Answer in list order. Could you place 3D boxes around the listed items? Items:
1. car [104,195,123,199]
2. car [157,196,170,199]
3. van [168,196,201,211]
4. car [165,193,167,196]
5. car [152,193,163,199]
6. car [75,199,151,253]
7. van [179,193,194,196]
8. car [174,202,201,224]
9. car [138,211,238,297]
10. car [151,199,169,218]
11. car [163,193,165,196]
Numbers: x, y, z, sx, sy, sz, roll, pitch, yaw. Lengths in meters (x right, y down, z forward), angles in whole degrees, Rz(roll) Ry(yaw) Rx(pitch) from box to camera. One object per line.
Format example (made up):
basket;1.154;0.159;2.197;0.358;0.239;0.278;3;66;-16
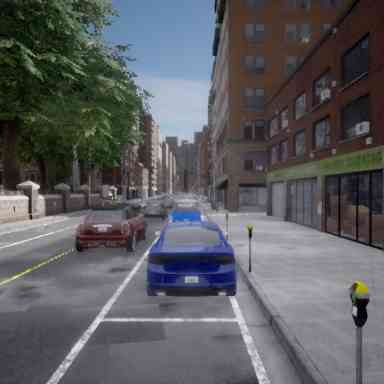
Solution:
car;-8.815;1.291;36.940;2.192;1.841;5.009;0;0;0
car;-3.057;1.531;43.375;1.994;1.385;4.181;0;0;0
van;-0.290;1.333;19.998;1.690;1.788;3.998;0;0;0
car;-8.815;1.438;91.530;1.887;1.381;4.507;0;0;0
car;-8.815;1.432;80.459;1.752;1.417;4.829;0;0;0
car;-3.146;1.347;13.826;2.097;1.767;4.553;0;0;0
van;-0.290;1.317;36.980;1.690;1.788;3.998;0;0;0
car;-0.290;1.532;25.659;1.887;1.381;4.507;0;0;0
car;-0.005;1.475;8.650;1.882;1.535;5.008;0;0;0
car;-3.057;1.549;27.910;1.994;1.385;4.181;0;0;0
car;-8.815;1.450;86.079;2.008;1.369;4.403;0;0;0
